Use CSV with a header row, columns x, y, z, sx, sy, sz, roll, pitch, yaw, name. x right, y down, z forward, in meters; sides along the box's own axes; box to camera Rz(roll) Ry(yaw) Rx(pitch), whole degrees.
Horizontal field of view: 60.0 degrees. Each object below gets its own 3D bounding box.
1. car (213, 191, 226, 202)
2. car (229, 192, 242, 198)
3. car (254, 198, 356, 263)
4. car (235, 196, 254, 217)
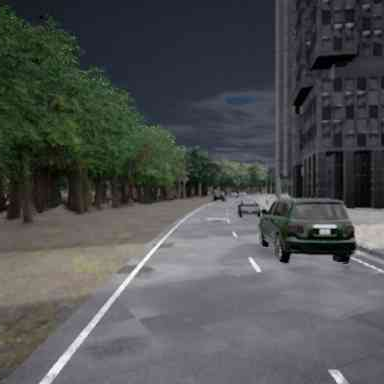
x,y,z,sx,sy,sz,roll,pitch,yaw,name
5.516,0.861,66.556,2.150,2.045,5.566,0,1,11,car
10.587,0.831,83.815,2.033,1.411,5.357,0,1,15,car
3.884,1.225,12.141,2.150,2.045,5.566,0,0,2,car
5.105,1.446,30.360,2.128,1.511,4.902,0,0,5,car
